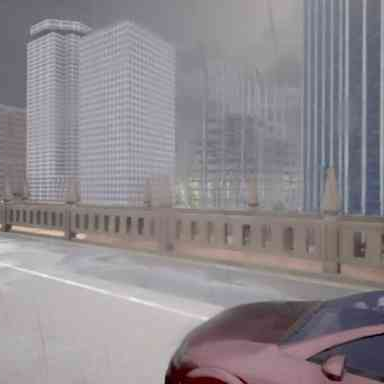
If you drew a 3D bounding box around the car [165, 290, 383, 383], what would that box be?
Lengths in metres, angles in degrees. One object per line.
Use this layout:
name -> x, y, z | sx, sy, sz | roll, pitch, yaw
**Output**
car -> 1.790, 1.564, 2.714 | 4.181, 1.385, 1.994 | 0, 0, 36
